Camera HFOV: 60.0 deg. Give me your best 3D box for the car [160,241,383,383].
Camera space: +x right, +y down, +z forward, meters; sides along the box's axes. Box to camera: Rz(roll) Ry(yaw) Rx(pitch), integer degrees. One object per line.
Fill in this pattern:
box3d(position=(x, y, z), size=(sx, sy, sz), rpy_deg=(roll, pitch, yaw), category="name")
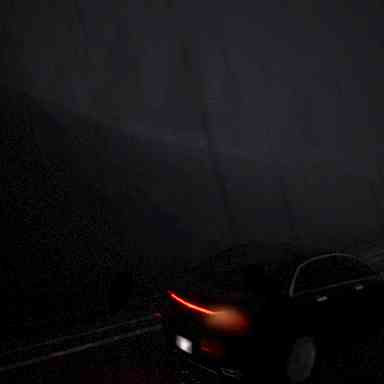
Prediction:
box3d(position=(1.799, 1.572, 5.392), size=(4.892, 1.490, 1.837), rpy_deg=(2, -1, -39), category="car")
